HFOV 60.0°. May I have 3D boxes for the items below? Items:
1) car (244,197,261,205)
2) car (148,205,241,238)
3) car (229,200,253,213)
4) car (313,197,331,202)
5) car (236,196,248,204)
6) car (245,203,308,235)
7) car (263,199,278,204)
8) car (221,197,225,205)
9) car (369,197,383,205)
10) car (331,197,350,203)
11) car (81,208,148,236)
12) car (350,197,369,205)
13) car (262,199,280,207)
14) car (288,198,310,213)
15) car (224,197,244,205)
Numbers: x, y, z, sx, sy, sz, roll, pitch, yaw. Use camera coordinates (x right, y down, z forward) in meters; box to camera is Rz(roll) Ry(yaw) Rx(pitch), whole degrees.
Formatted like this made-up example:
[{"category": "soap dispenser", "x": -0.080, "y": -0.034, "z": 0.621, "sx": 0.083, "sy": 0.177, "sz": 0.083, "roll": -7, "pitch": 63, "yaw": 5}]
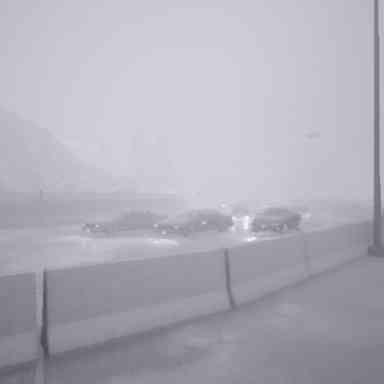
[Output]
[{"category": "car", "x": 10.507, "y": 1.885, "z": 56.984, "sx": 1.837, "sy": 1.490, "sz": 4.892, "roll": 0, "pitch": 0, "yaw": 2}, {"category": "car", "x": 0.311, "y": 1.680, "z": 18.932, "sx": 2.033, "sy": 1.411, "sz": 5.357, "roll": 0, "pitch": 0, "yaw": 41}, {"category": "car", "x": 5.615, "y": 1.859, "z": 37.733, "sx": 1.895, "sy": 1.301, "sz": 4.718, "roll": 0, "pitch": 0, "yaw": 12}, {"category": "car", "x": 24.732, "y": 1.761, "z": 65.056, "sx": 2.128, "sy": 1.511, "sz": 4.902, "roll": 0, "pitch": 0, "yaw": 1}, {"category": "car", "x": 10.882, "y": 1.741, "z": 72.553, "sx": 1.882, "sy": 1.535, "sz": 5.008, "roll": 0, "pitch": 0, "yaw": 1}, {"category": "car", "x": 5.214, "y": 1.641, "z": 20.007, "sx": 1.837, "sy": 1.490, "sz": 4.892, "roll": 1, "pitch": 0, "yaw": 34}, {"category": "car", "x": 9.339, "y": 1.788, "z": 38.913, "sx": 1.812, "sy": 1.442, "sz": 4.674, "roll": 0, "pitch": 0, "yaw": 10}, {"category": "car", "x": 7.357, "y": 1.892, "z": 71.353, "sx": 2.128, "sy": 1.511, "sz": 4.902, "roll": 0, "pitch": 0, "yaw": 1}, {"category": "car", "x": 35.230, "y": 1.724, "z": 64.841, "sx": 1.837, "sy": 1.490, "sz": 4.892, "roll": 0, "pitch": 0, "yaw": 1}, {"category": "car", "x": 28.231, "y": 1.772, "z": 64.984, "sx": 2.033, "sy": 1.411, "sz": 5.357, "roll": 0, "pitch": 0, "yaw": 1}, {"category": "car", "x": -3.682, "y": 1.689, "z": 19.613, "sx": 2.033, "sy": 1.411, "sz": 5.357, "roll": 0, "pitch": 0, "yaw": 44}, {"category": "car", "x": 31.730, "y": 1.768, "z": 64.913, "sx": 2.033, "sy": 1.411, "sz": 5.357, "roll": 0, "pitch": 0, "yaw": 1}, {"category": "car", "x": 14.088, "y": 1.943, "z": 59.701, "sx": 2.033, "sy": 1.411, "sz": 5.357, "roll": 0, "pitch": 0, "yaw": 2}, {"category": "car", "x": 13.246, "y": 1.628, "z": 41.706, "sx": 2.097, "sy": 1.767, "sz": 4.553, "roll": 0, "pitch": 0, "yaw": 6}, {"category": "car", "x": 6.968, "y": 1.854, "z": 55.715, "sx": 1.882, "sy": 1.535, "sz": 5.008, "roll": 0, "pitch": 0, "yaw": 2}]
